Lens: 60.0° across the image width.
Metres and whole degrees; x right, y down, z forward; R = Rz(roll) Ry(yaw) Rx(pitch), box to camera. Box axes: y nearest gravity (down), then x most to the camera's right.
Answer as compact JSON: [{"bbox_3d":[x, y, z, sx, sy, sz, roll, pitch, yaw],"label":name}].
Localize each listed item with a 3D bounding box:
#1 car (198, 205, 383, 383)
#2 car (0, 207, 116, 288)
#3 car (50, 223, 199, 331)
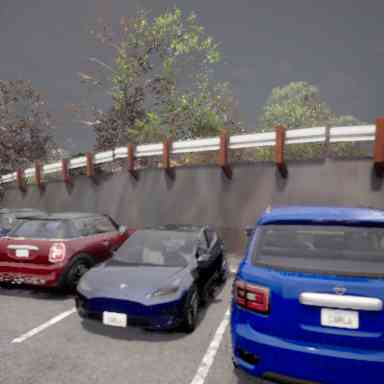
[{"bbox_3d":[2.000,1.227,5.485,2.435,2.045,5.566,0,0,15],"label":"car"},{"bbox_3d":[-2.938,1.311,8.941,2.185,1.767,4.553,0,-1,15],"label":"car"},{"bbox_3d":[-0.480,1.487,7.181,2.163,1.488,4.792,1,0,16],"label":"car"}]
